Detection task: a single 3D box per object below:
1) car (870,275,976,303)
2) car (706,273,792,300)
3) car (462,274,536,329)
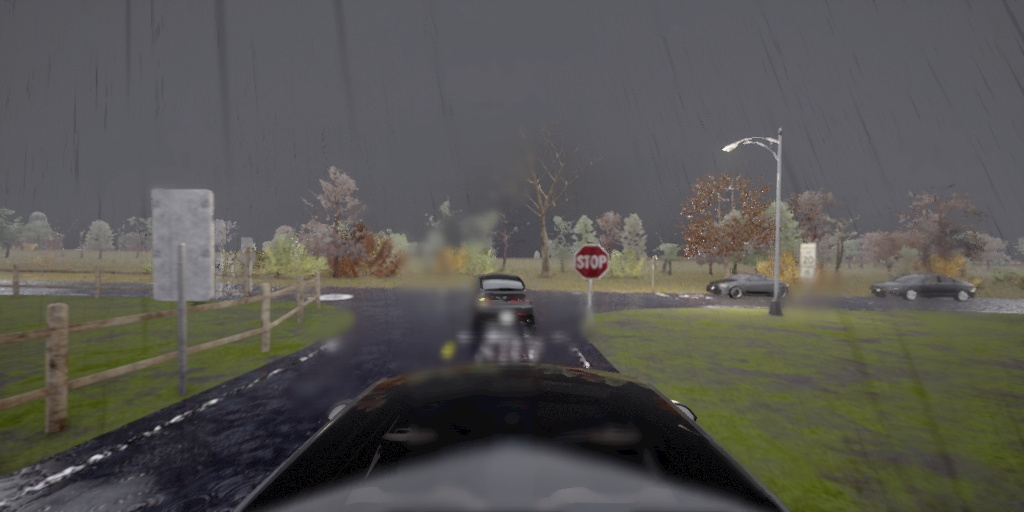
[{"bbox_3d":[23.705,1.828,20.782,4.892,1.490,1.837,1,0,0],"label":"car"},{"bbox_3d":[13.650,1.707,20.800,4.181,1.385,1.994,1,0,0],"label":"car"},{"bbox_3d":[-0.521,1.330,11.587,1.837,1.490,4.892,1,0,-9],"label":"car"}]
